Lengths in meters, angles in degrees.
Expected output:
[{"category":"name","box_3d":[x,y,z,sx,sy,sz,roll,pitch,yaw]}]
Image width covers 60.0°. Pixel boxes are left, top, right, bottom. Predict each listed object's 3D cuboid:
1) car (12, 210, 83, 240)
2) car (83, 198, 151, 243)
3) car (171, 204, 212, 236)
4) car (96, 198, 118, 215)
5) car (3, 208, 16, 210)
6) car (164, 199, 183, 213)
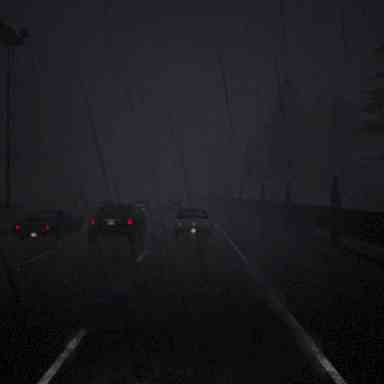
[{"category":"car","box_3d":[-6.962,1.575,16.750,1.895,1.301,4.718,0,0,-1]},{"category":"car","box_3d":[-3.458,1.326,16.204,2.097,1.767,4.553,0,0,-1]},{"category":"car","box_3d":[-0.006,1.572,18.271,1.895,1.301,4.718,0,0,-2]},{"category":"car","box_3d":[-8.828,1.451,34.893,1.837,1.490,4.892,0,0,-10]},{"category":"car","box_3d":[-14.621,1.509,24.996,2.033,1.411,5.357,0,0,-5]},{"category":"car","box_3d":[-1.934,1.470,35.913,1.812,1.442,4.674,0,0,-10]}]
